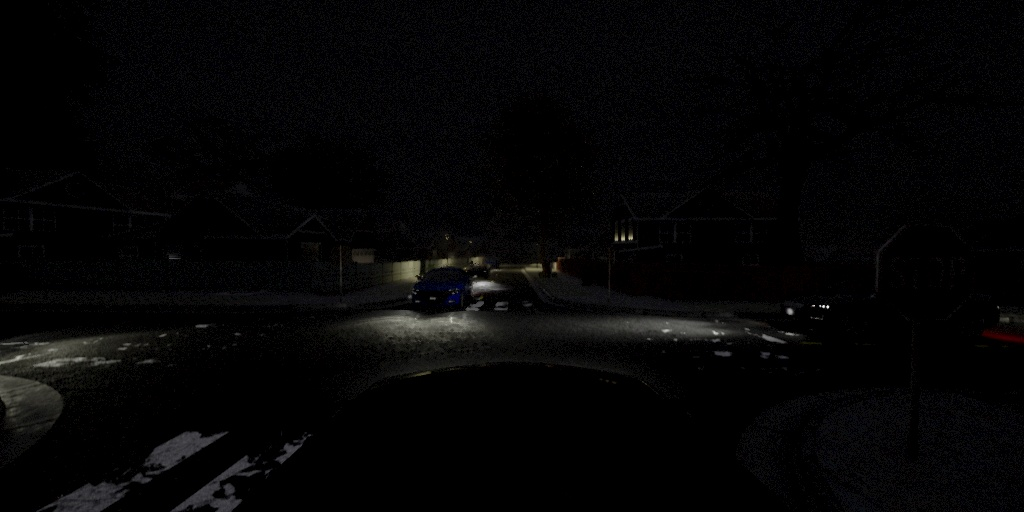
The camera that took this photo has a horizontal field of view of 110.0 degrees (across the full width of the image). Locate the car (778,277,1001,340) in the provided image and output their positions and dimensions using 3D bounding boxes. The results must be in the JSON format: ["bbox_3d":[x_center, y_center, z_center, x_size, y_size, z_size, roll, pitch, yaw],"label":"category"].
[{"bbox_3d":[10.312,1.352,10.042,4.902,1.511,2.128,1,1,2],"label":"car"}]

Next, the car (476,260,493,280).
[{"bbox_3d":[-2.878,1.294,30.501,1.895,1.301,4.718,0,0,0],"label":"car"}]

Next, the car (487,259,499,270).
[{"bbox_3d":[-2.883,1.104,50.745,1.812,1.442,4.674,0,0,3],"label":"car"}]

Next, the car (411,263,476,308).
[{"bbox_3d":[-2.817,1.219,15.217,1.882,1.535,5.008,0,0,0],"label":"car"}]
